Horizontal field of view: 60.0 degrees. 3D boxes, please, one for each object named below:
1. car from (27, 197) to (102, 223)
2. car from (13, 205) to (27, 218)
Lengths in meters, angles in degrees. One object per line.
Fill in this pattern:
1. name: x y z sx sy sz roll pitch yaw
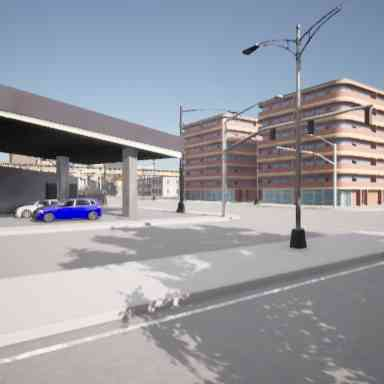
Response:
1. car: -8.798 1.237 23.647 4.611 1.667 2.242 0 0 -35
2. car: -12.755 1.397 27.881 3.806 1.475 1.970 0 0 -35
